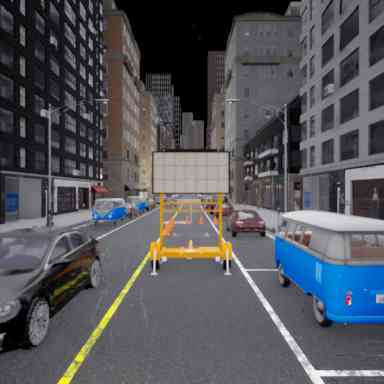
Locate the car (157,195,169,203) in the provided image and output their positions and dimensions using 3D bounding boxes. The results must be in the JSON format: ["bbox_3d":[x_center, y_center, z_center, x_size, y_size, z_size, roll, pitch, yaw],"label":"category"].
[{"bbox_3d":[-5.860,1.449,67.246,1.967,1.590,4.097,0,0,0],"label":"car"}]

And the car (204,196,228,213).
[{"bbox_3d":[2.759,1.314,34.262,2.192,1.841,5.009,0,0,0],"label":"car"}]

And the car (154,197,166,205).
[{"bbox_3d":[-5.844,1.588,61.744,1.802,1.307,4.206,0,0,0],"label":"car"}]

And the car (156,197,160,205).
[{"bbox_3d":[-5.797,1.583,45.241,1.802,1.307,4.206,0,0,0],"label":"car"}]

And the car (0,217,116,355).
[{"bbox_3d":[-3.118,1.491,6.310,2.128,1.511,4.902,0,0,0],"label":"car"}]

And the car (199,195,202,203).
[{"bbox_3d":[2.697,1.555,56.267,2.008,1.369,4.403,0,0,0],"label":"car"}]

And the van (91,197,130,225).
[{"bbox_3d":[-5.735,1.339,23.236,1.690,1.788,3.998,0,0,0],"label":"van"}]

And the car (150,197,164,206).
[{"bbox_3d":[-5.828,1.570,56.243,1.947,1.339,4.313,0,0,0],"label":"car"}]

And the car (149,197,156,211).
[{"bbox_3d":[-5.781,1.566,39.739,1.947,1.339,4.313,0,0,0],"label":"car"}]

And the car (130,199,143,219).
[{"bbox_3d":[-5.750,1.549,28.736,2.008,1.369,4.403,0,0,0],"label":"car"}]

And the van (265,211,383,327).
[{"bbox_3d":[2.837,1.340,6.755,1.690,1.788,3.998,0,0,0],"label":"van"}]

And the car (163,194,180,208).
[{"bbox_3d":[-3.233,1.493,48.697,2.128,1.511,4.902,0,0,0],"label":"car"}]

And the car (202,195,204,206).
[{"bbox_3d":[2.728,1.441,45.265,1.967,1.590,4.097,0,0,0],"label":"car"}]

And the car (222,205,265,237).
[{"bbox_3d":[2.806,1.580,17.758,1.802,1.307,4.206,0,0,0],"label":"car"}]

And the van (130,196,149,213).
[{"bbox_3d":[-5.766,1.340,34.238,1.690,1.788,3.998,0,0,0],"label":"van"}]

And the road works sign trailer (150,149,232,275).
[{"bbox_3d":[-0.029,0.463,10.425,2.380,3.560,2.880,0,0,0],"label":"road works sign trailer"}]

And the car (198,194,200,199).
[{"bbox_3d":[2.666,1.575,67.270,1.947,1.339,4.313,0,0,0],"label":"car"}]

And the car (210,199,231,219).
[{"bbox_3d":[2.776,1.580,28.760,1.802,1.307,4.206,0,0,0],"label":"car"}]
